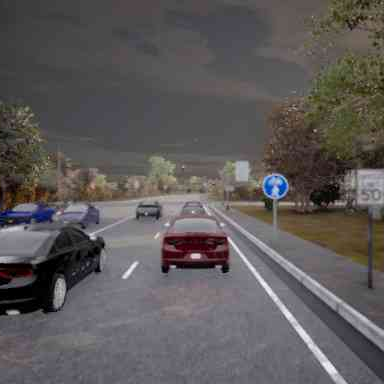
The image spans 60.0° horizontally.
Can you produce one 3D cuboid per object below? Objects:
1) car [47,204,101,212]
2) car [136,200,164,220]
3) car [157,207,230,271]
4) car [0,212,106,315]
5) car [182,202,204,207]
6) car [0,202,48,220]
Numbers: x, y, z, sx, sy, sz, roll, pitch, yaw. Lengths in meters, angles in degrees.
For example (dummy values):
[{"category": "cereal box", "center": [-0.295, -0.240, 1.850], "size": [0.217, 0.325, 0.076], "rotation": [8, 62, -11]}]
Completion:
[{"category": "car", "center": [-7.110, 1.478, 21.069], "size": [1.812, 1.442, 4.674], "rotation": [0, 0, 0]}, {"category": "car", "center": [-3.415, 1.430, 27.323], "size": [2.128, 1.511, 4.902], "rotation": [0, 0, 0]}, {"category": "car", "center": [0.093, 1.453, 10.804], "size": [1.882, 1.535, 5.008], "rotation": [0, 0, 0]}, {"category": "car", "center": [-3.405, 1.460, 7.637], "size": [1.882, 1.535, 5.008], "rotation": [0, 0, 0]}, {"category": "car", "center": [0.085, 1.502, 27.839], "size": [1.994, 1.385, 4.181], "rotation": [0, 0, 0]}, {"category": "car", "center": [-10.611, 1.428, 21.937], "size": [1.882, 1.535, 5.008], "rotation": [0, 0, 0]}]
